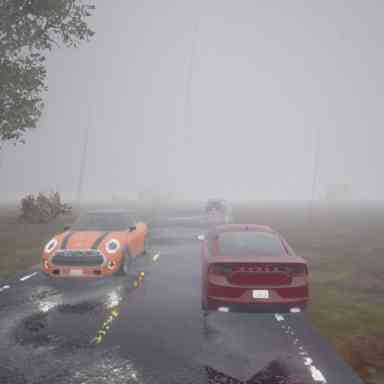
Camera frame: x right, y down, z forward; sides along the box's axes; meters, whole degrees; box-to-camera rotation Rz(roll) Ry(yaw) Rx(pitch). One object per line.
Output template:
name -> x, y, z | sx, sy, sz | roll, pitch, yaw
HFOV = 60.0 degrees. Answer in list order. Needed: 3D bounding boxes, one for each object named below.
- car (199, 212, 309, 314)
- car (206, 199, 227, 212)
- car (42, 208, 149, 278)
car -> 1.170, 1.478, 7.782 | 1.882, 1.535, 5.008 | 0, 0, 2
car -> 2.579, 1.491, 36.605 | 1.837, 1.490, 4.892 | 0, 0, 8
car -> -2.697, 1.352, 10.263 | 2.097, 1.767, 4.553 | 0, 0, 2
